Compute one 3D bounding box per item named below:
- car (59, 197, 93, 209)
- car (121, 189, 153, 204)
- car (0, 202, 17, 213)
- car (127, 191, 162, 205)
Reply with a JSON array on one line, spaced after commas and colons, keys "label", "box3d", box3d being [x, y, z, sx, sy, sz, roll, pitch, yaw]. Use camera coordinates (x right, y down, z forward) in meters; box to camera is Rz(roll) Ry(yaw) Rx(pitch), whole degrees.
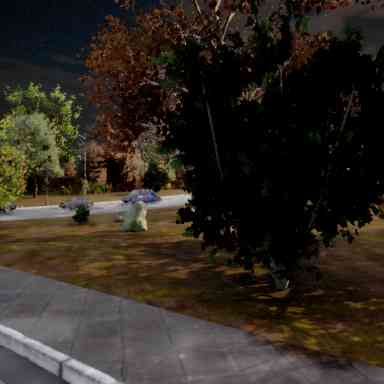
[{"label": "car", "box3d": [-14.742, 1.385, 42.386, 1.994, 1.385, 4.181, 0, 2, 38]}, {"label": "car", "box3d": [-8.092, 0.627, 50.555, 2.150, 2.045, 5.566, 0, 3, 40]}, {"label": "car", "box3d": [-21.005, 1.533, 34.658, 2.128, 1.511, 4.902, 0, 1, 39]}, {"label": "car", "box3d": [-6.320, 1.001, 46.866, 1.812, 1.442, 4.674, 0, 2, 39]}]
